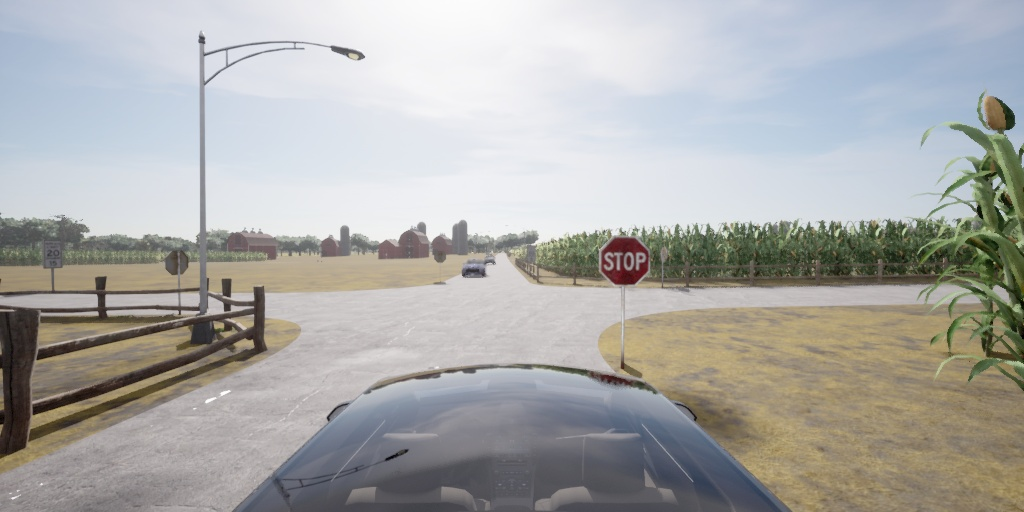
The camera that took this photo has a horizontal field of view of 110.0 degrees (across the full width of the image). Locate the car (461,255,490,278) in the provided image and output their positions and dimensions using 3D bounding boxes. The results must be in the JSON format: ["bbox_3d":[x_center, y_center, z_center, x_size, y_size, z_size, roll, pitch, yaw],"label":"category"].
[{"bbox_3d":[-3.509,1.023,33.765,2.097,1.767,4.553,0,0,-1],"label":"car"}]
